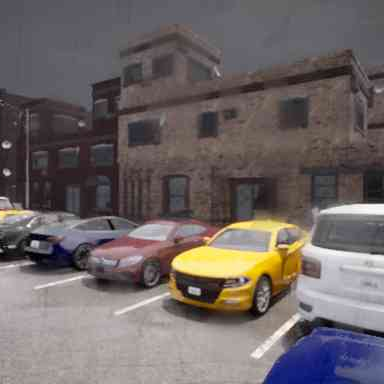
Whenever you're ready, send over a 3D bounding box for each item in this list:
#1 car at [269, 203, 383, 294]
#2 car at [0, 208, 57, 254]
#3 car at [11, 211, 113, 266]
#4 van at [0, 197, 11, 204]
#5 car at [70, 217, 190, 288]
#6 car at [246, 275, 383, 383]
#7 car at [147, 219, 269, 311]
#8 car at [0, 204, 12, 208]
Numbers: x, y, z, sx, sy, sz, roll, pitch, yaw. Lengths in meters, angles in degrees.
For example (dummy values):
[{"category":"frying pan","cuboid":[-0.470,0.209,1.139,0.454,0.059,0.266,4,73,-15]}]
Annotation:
[{"category":"car","cuboid":[3.748,1.227,6.316,2.435,2.045,5.566,0,0,36]},{"category":"car","cuboid":[-5.250,1.462,12.694,2.231,1.521,4.892,0,0,36]},{"category":"car","cuboid":[-2.984,1.493,11.121,2.163,1.488,4.792,0,0,36]},{"category":"van","cuboid":[-11.946,1.234,17.336,1.878,1.987,4.442,0,0,36]},{"category":"car","cuboid":[-0.756,1.507,9.498,2.002,1.452,4.674,0,0,36]},{"category":"car","cuboid":[2.563,1.604,1.549,4.718,1.301,1.895,0,0,36]},{"category":"car","cuboid":[1.491,1.472,7.898,2.097,1.535,5.008,0,0,36]},{"category":"car","cuboid":[-9.736,1.499,15.900,2.002,1.452,4.674,0,0,36]}]
